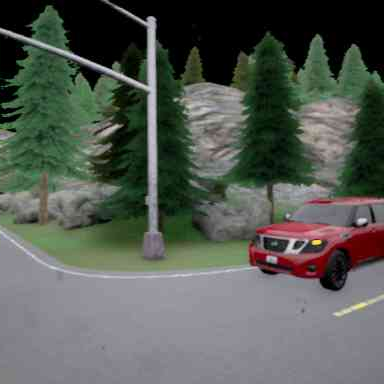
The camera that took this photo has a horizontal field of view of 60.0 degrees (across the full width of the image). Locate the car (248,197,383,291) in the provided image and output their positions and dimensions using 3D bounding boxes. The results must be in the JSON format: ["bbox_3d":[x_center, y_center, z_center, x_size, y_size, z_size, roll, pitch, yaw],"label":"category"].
[{"bbox_3d":[4.078,1.189,9.306,5.566,2.045,2.150,0,0,-36],"label":"car"}]
